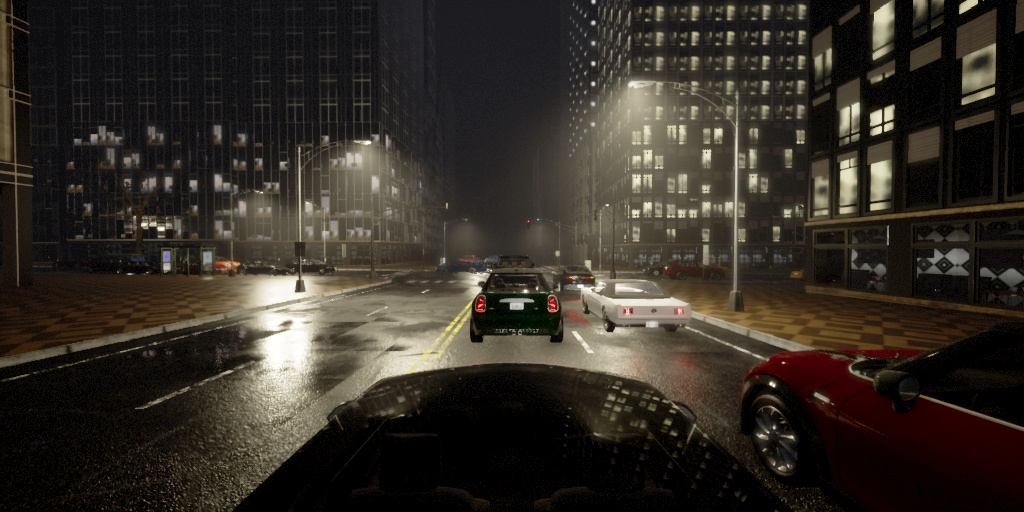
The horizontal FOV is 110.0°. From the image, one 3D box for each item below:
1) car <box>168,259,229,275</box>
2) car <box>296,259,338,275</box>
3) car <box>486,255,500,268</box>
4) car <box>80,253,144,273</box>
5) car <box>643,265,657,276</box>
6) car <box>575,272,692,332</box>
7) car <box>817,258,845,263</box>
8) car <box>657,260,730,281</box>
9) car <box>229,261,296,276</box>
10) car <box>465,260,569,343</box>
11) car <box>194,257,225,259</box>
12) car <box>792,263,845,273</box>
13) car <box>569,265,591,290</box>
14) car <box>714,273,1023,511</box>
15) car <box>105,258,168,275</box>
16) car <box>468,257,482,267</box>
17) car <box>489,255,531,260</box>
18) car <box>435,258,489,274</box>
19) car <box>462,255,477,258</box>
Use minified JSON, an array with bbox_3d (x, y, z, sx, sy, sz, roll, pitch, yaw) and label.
[{"bbox_3d":[-28.383,1.137,32.883,4.207,1.307,1.802,0,0,1],"label":"car"},{"bbox_3d":[-19.774,1.081,35.389,4.902,1.511,2.128,1,1,1],"label":"car"},{"bbox_3d":[-3.260,0.925,62.565,2.150,2.045,5.566,0,0,0],"label":"car"},{"bbox_3d":[-39.386,0.763,35.813,4.553,1.767,2.097,1,1,1],"label":"car"},{"bbox_3d":[16.381,1.363,37.946,4.892,1.490,1.837,0,1,1],"label":"car"},{"bbox_3d":[3.360,1.347,10.796,1.895,1.301,4.718,0,0,0],"label":"car"},{"bbox_3d":[33.815,1.236,37.623,5.566,2.045,2.150,1,1,1],"label":"car"},{"bbox_3d":[16.225,1.268,32.175,5.009,1.841,2.192,0,0,1],"label":"car"},{"bbox_3d":[-22.699,1.173,32.744,4.313,1.339,1.948,0,0,1],"label":"car"},{"bbox_3d":[0.108,1.099,9.848,2.097,1.767,4.553,0,0,0],"label":"car"},{"bbox_3d":[-29.392,0.854,35.593,4.553,1.767,2.097,1,1,1],"label":"car"},{"bbox_3d":[27.674,1.578,31.966,4.829,1.417,1.751,0,0,1],"label":"car"},{"bbox_3d":[3.369,1.245,20.053,1.837,1.490,4.892,0,0,0],"label":"car"},{"bbox_3d":[3.350,1.102,1.778,2.097,1.767,4.553,0,0,0],"label":"car"},{"bbox_3d":[-34.063,1.068,33.062,4.313,1.339,1.948,0,0,1],"label":"car"},{"bbox_3d":[-6.497,1.054,63.536,2.097,1.767,4.553,0,0,0],"label":"car"},{"bbox_3d":[0.118,0.963,19.560,2.150,2.045,5.566,0,0,0],"label":"car"},{"bbox_3d":[-5.415,1.215,38.304,5.357,1.411,2.033,0,1,1],"label":"car"},{"bbox_3d":[-6.543,0.935,53.938,2.150,2.045,5.566,0,0,0],"label":"car"}]
